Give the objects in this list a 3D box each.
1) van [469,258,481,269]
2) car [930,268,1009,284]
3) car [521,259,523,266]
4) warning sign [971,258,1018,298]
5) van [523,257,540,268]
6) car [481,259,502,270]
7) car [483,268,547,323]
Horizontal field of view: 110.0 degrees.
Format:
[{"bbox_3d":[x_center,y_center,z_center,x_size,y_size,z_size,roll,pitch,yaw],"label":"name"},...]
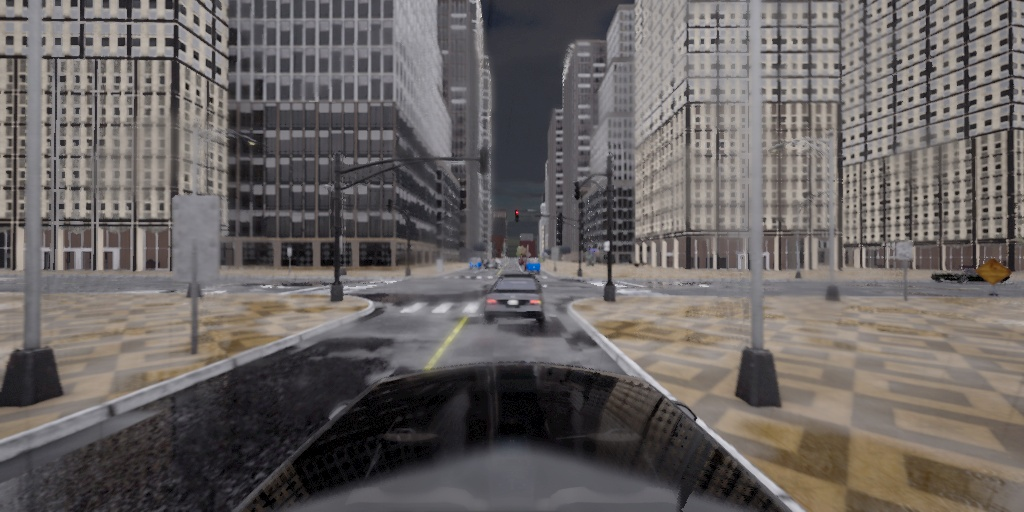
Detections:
[{"bbox_3d":[-5.780,1.174,56.553,1.690,1.789,3.998,0,0,0],"label":"van"},{"bbox_3d":[38.395,1.688,30.186,4.718,1.301,1.895,0,0,-2],"label":"car"},{"bbox_3d":[2.603,1.371,50.987,1.888,1.381,4.507,0,0,0],"label":"car"},{"bbox_3d":[22.993,1.026,17.116,1.060,1.860,1.300,0,0,-1],"label":"warning sign"},{"bbox_3d":[2.674,1.158,45.448,1.690,1.789,3.998,0,0,0],"label":"van"},{"bbox_3d":[-3.165,1.325,55.580,2.128,1.511,4.902,0,0,1],"label":"car"},{"bbox_3d":[0.216,1.315,12.266,2.033,1.411,5.357,0,0,4],"label":"car"}]
